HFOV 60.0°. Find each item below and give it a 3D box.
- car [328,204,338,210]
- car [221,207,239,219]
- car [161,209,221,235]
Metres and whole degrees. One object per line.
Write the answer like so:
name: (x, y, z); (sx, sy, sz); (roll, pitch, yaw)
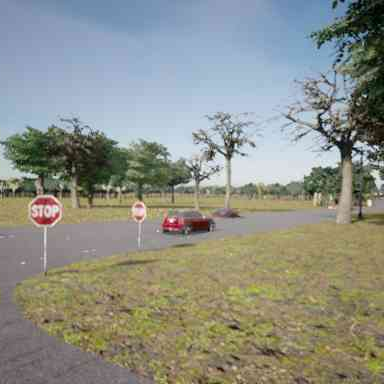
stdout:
car: (37.315, 3.954, 87.918); (2.097, 1.767, 4.553); (1, -1, 36)
car: (4.345, 2.679, 42.731); (1.994, 1.385, 4.181); (1, -1, 36)
car: (-0.165, 2.101, 24.667); (2.097, 1.767, 4.553); (1, -1, 36)
